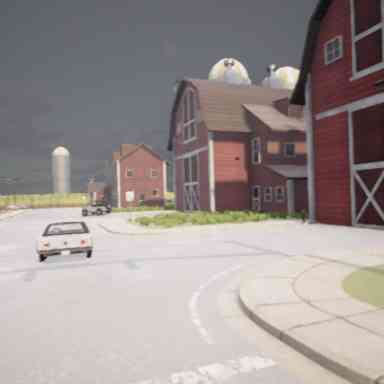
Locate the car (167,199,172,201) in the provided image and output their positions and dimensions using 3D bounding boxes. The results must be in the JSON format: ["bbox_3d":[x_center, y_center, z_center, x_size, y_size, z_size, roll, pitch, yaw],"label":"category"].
[{"bbox_3d":[-7.590,2.601,94.120,4.553,1.767,2.097,-1,-1,-21],"label":"car"}]

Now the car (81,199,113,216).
[{"bbox_3d":[-11.804,1.929,41.311,3.866,1.878,1.905,-4,4,26],"label":"car"}]

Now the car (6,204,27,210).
[{"bbox_3d":[-44.116,3.744,83.694,4.674,1.442,1.812,-1,-1,-21],"label":"car"}]

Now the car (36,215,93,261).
[{"bbox_3d":[-5.139,1.874,13.725,1.895,1.301,4.718,-2,0,-19],"label":"car"}]
